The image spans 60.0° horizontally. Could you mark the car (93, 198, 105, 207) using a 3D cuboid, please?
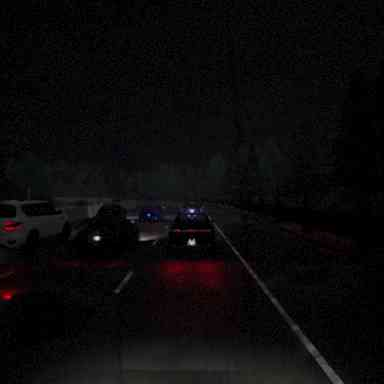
[{"bbox_3d":[-18.860,2.099,67.627,1.882,1.535,5.008,0,-1,-10],"label":"car"}]

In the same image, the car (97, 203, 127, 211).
[{"bbox_3d":[-7.006,1.778,29.303,1.837,1.490,4.892,0,0,0],"label":"car"}]

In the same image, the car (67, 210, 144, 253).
[{"bbox_3d":[-3.499,1.697,14.260,1.994,1.385,4.181,0,0,0],"label":"car"}]

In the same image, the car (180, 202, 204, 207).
[{"bbox_3d":[-0.007,1.619,29.080,2.097,1.767,4.553,0,-1,0],"label":"car"}]

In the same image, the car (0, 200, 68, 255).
[{"bbox_3d":[-7.004,1.347,14.022,2.150,2.045,5.566,0,0,0],"label":"car"}]

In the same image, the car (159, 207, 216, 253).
[{"bbox_3d":[-0.001,1.625,14.295,2.128,1.511,4.902,0,0,0],"label":"car"}]

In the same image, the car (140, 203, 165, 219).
[{"bbox_3d":[-3.505,1.750,29.464,1.882,1.535,5.008,0,0,0],"label":"car"}]
